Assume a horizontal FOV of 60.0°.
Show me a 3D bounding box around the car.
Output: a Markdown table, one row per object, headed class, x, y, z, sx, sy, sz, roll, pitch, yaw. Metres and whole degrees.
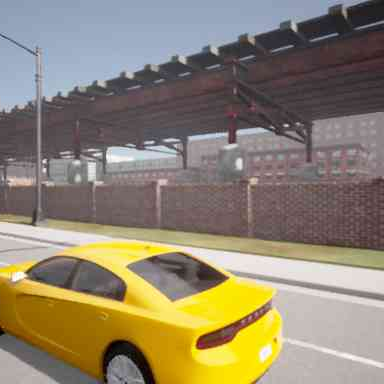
| class | x | y | z | sx | sy | sz | roll | pitch | yaw |
| --- | --- | --- | --- | --- | --- | --- | --- | --- | --- |
| car | -1.259 | 1.462 | 4.852 | 5.008 | 1.535 | 1.882 | 1 | 0 | 36 |
